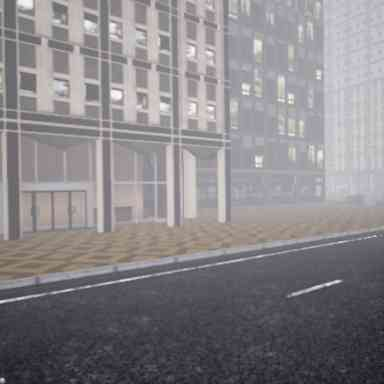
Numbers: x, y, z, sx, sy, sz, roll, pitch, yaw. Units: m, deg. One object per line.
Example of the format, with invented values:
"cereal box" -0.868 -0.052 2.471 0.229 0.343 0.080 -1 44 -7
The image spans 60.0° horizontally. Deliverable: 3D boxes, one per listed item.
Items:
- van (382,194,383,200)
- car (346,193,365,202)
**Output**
"van" 30.454 0.688 49.236 1.690 1.788 3.998 -1 1 -34
"car" 27.269 0.866 53.768 1.887 1.381 4.507 -1 1 -34
